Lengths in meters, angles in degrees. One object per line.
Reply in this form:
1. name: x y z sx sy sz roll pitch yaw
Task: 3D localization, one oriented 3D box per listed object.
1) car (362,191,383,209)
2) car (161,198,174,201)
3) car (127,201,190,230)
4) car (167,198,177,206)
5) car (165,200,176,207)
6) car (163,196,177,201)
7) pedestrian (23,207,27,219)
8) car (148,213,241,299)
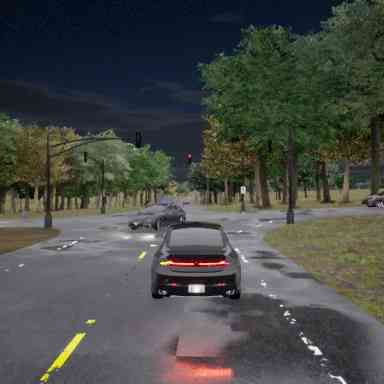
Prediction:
1. car: 18.251 0.586 30.807 4.553 1.767 2.097 -2 -1 2
2. car: -4.181 2.007 50.209 1.895 1.301 4.718 0 -1 -1
3. car: -2.079 1.523 20.657 1.837 1.490 4.892 -1 -1 25
4. car: -4.777 2.392 80.633 2.097 1.767 4.553 0 -2 -1
5. car: -4.543 2.316 70.342 2.033 1.411 5.357 0 -1 -1
6. car: -4.382 1.801 60.075 2.150 2.045 5.566 0 -1 -2
7. pedestrian: -18.098 2.203 36.061 0.375 1.300 0.375 0 1 2
8. car: 0.087 1.508 8.461 1.837 1.490 4.892 0 0 0
